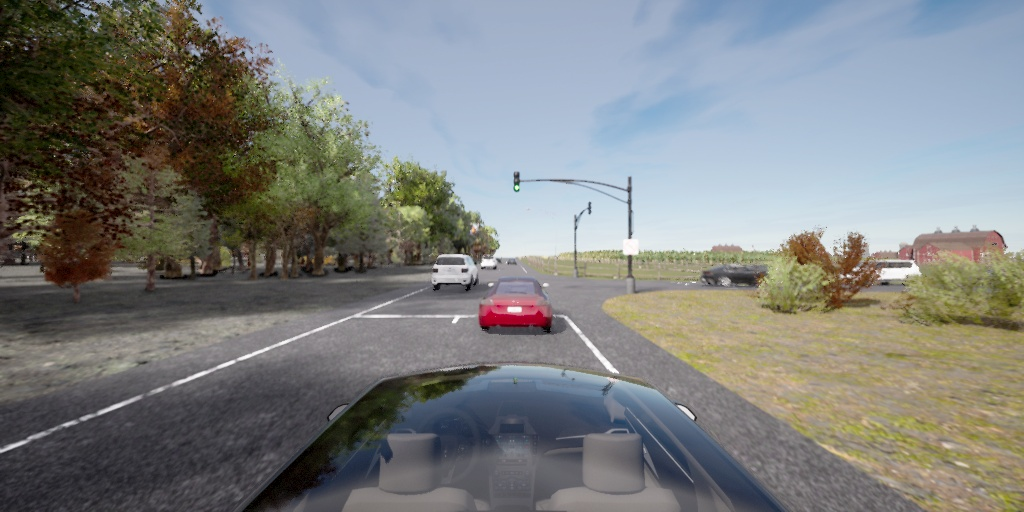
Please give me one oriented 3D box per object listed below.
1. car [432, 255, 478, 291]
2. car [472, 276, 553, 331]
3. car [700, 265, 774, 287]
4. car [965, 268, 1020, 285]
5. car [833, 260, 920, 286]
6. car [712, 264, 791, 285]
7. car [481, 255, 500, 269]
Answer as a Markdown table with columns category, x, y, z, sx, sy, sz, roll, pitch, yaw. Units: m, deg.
| category | x | y | z | sx | sy | sz | roll | pitch | yaw |
| --- | --- | --- | --- | --- | --- | --- | --- | --- | --- |
| car | -3.400 | 0.960 | 22.170 | 2.150 | 2.045 | 5.566 | 0 | 0 | 0 |
| car | 0.193 | 1.310 | 10.993 | 1.994 | 1.385 | 4.181 | 0 | 0 | 4 |
| car | 15.779 | 1.406 | 25.007 | 4.892 | 1.490 | 1.837 | 0 | -3 | 0 |
| car | 39.168 | 1.721 | 28.513 | 4.892 | 1.490 | 1.837 | 1 | -1 | 0 |
| car | 29.007 | 1.326 | 28.575 | 5.566 | 2.045 | 2.150 | 1 | -1 | 0 |
| car | 19.017 | 1.472 | 28.616 | 5.008 | 1.535 | 1.882 | 1 | -1 | 0 |
| car | -3.402 | 0.936 | 54.282 | 2.150 | 2.045 | 5.566 | 0 | 0 | 0 |
